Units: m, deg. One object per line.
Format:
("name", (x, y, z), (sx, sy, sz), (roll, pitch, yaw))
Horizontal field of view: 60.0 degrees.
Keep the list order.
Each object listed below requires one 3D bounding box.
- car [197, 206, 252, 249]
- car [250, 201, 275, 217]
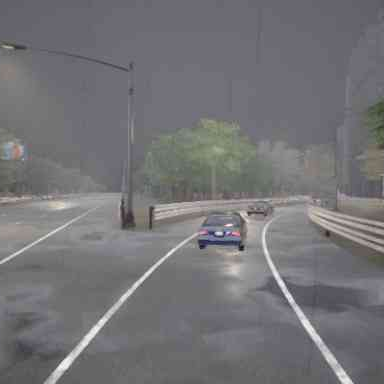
("car", (1.456, 1.560, 14.607), (2.033, 1.411, 5.357), (0, 0, 11))
("car", (6.661, 1.582, 32.065), (2.033, 1.411, 5.357), (0, 0, 23))
